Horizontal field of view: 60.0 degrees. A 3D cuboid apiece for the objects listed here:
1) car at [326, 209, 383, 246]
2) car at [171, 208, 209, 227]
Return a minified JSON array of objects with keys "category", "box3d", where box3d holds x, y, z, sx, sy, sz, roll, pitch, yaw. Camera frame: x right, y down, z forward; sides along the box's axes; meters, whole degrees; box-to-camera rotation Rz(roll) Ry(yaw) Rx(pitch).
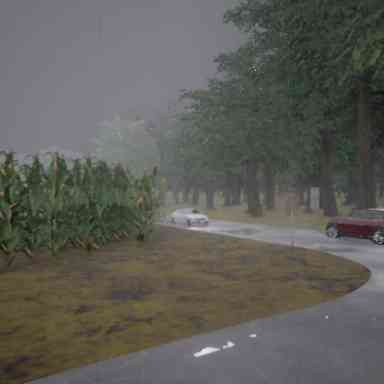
[{"category":"car","box3d":[9.183,1.649,17.400,2.097,1.767,4.553,-1,-1,-19]},{"category":"car","box3d":[-0.299,2.166,29.053,1.812,1.442,4.674,-1,-1,-29]}]
